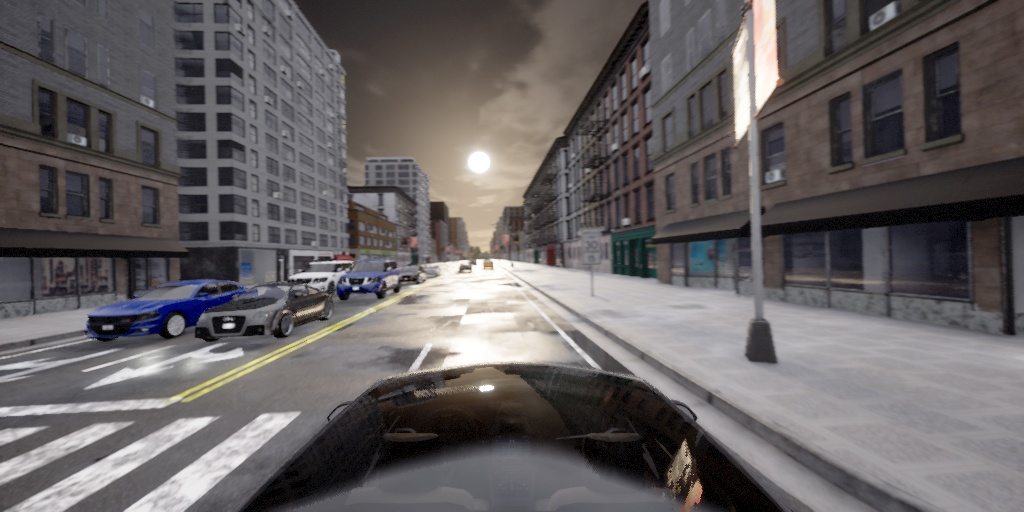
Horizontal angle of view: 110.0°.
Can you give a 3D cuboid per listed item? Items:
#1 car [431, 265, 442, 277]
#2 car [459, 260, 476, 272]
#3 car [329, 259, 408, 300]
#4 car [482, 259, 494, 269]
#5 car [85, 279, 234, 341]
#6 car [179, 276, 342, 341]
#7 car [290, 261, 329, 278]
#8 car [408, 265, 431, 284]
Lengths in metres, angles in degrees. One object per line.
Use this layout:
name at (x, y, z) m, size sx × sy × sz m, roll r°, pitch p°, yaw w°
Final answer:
car at (-9.132, 1.660, 40.352) m, size 1.895 × 1.301 × 4.718 m, roll -2°, pitch 0°, yaw -4°
car at (-6.644, 1.599, 52.051) m, size 1.895 × 1.301 × 4.718 m, roll -2°, pitch 0°, yaw -4°
car at (-7.748, 1.220, 20.082) m, size 2.150 × 2.045 × 5.566 m, roll -2°, pitch 0°, yaw -4°
car at (-4.072, 1.410, 61.804) m, size 1.882 × 1.535 × 5.008 m, roll -2°, pitch 0°, yaw -4°
car at (-10.401, 1.543, 11.542) m, size 1.882 × 1.535 × 5.008 m, roll -2°, pitch 0°, yaw -4°
car at (-7.079, 1.531, 10.763) m, size 1.994 × 1.385 × 4.181 m, roll -2°, pitch 0°, yaw -4°
car at (-11.093, 1.319, 21.463) m, size 2.150 × 2.045 × 5.566 m, roll -2°, pitch 0°, yaw -4°
car at (-8.401, 1.533, 30.198) m, size 1.837 × 1.490 × 4.892 m, roll -2°, pitch 0°, yaw -4°
